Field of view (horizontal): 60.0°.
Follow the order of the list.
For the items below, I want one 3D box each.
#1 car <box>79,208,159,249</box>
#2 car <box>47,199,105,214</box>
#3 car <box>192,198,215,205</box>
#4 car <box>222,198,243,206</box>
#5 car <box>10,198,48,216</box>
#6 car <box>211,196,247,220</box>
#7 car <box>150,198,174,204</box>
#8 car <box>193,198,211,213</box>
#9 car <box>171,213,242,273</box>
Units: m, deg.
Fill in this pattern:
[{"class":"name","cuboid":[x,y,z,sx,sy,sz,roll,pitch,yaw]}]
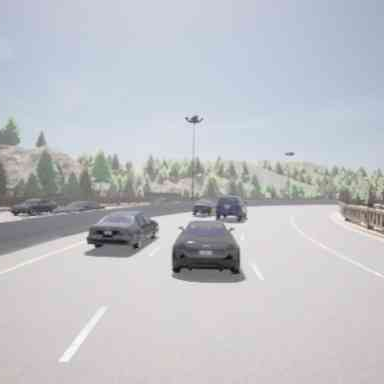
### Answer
[{"class":"car","cuboid":[-2.803,1.543,14.587,2.033,1.411,5.357,1,0,6]},{"class":"car","cuboid":[-8.400,1.414,25.227,1.882,1.535,5.008,1,0,12]},{"class":"car","cuboid":[2.454,1.890,67.355,2.033,1.411,5.357,1,0,35]},{"class":"car","cuboid":[7.659,1.917,62.540,1.812,1.442,4.674,0,-1,35]},{"class":"car","cuboid":[-14.353,1.362,30.528,1.837,1.490,4.892,1,0,14]},{"class":"car","cuboid":[3.544,1.385,29.377,2.150,2.045,5.566,1,0,15]},{"class":"car","cuboid":[-4.349,1.633,48.638,1.837,1.490,4.892,1,-1,25]},{"class":"car","cuboid":[1.501,1.654,34.513,1.837,1.490,4.892,1,0,18]},{"class":"car","cuboid":[0.469,1.609,10.909,1.994,1.385,4.181,1,0,3]}]
